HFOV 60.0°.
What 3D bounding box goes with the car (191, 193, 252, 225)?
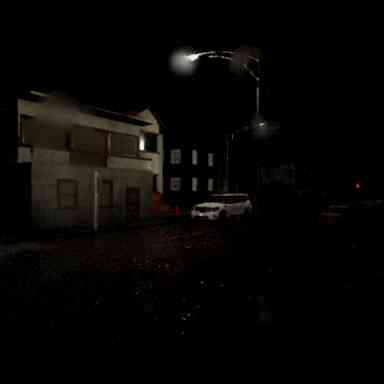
[{"bbox_3d":[2.259,1.122,23.821,2.150,2.045,5.566,1,0,38],"label":"car"}]
